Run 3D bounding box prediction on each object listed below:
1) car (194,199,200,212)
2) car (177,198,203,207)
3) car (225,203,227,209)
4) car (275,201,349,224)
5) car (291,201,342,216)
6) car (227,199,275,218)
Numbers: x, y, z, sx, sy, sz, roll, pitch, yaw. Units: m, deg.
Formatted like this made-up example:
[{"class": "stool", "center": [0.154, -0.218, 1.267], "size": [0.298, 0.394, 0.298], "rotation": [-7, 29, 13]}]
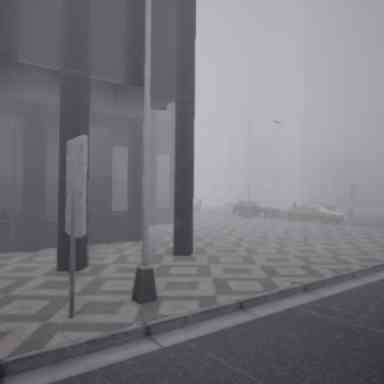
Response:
[{"class": "car", "center": [-0.784, 1.450, 36.669], "size": [1.947, 1.339, 4.313], "rotation": [1, -1, -36]}, {"class": "car", "center": [-0.319, 1.583, 50.630], "size": [1.802, 1.307, 4.206], "rotation": [1, -1, -36]}, {"class": "car", "center": [5.982, 1.561, 41.860], "size": [1.887, 1.381, 4.507], "rotation": [1, -1, -36]}, {"class": "car", "center": [8.592, 1.442, 23.617], "size": [1.752, 1.417, 4.829], "rotation": [1, -1, -36]}, {"class": "car", "center": [12.281, 1.587, 33.091], "size": [2.008, 1.369, 4.403], "rotation": [1, -1, -36]}, {"class": "car", "center": [5.400, 1.449, 28.060], "size": [1.887, 1.381, 4.507], "rotation": [1, -1, -36]}]
